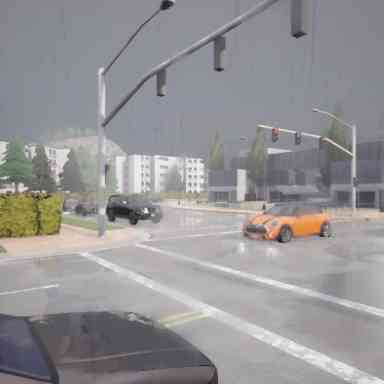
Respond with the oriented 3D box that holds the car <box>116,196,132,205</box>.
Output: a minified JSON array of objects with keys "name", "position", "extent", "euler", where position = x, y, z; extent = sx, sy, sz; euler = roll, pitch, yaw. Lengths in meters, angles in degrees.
[{"name":"car","position":[-11.975,1.492,58.899],"extent":[2.128,1.511,4.902],"euler":[0,0,-4]}]

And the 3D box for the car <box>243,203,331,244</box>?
[{"name":"car","position":[4.568,1.351,15.871],"extent":[4.553,1.767,2.097],"euler":[0,0,-36]}]

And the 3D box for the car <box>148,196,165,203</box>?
[{"name":"car","position":[-7.535,1.556,70.634],"extent":[1.994,1.385,4.181],"euler":[0,0,17]}]

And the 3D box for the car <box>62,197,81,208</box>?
[{"name":"car","position":[-17.810,1.492,49.333],"extent":[2.128,1.511,4.902],"euler":[0,0,-13]}]

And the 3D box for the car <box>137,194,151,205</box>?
[{"name":"car","position":[-8.516,1.353,59.682],"extent":[2.097,1.767,4.553],"euler":[0,0,-3]}]

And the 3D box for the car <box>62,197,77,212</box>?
[{"name":"car","position":[-14.395,1.526,39.718],"extent":[1.812,1.442,4.674],"euler":[0,0,-24]}]

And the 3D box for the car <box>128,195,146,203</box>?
[{"name":"car","position":[-11.290,1.477,68.931],"extent":[1.882,1.535,5.008],"euler":[0,0,14]}]

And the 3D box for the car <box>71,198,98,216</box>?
[{"name":"car","position":[-9.923,1.564,32.145],"extent":[1.994,1.385,4.181],"euler":[0,0,-34]}]

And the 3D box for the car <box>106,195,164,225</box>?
[{"name":"car","position":[-4.385,1.221,24.540],"extent":[2.150,2.045,5.566],"euler":[0,0,-39]}]

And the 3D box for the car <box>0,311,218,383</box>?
[{"name":"car","position":[-2.305,1.547,2.121],"extent":[5.357,1.411,2.033],"euler":[0,0,-35]}]
